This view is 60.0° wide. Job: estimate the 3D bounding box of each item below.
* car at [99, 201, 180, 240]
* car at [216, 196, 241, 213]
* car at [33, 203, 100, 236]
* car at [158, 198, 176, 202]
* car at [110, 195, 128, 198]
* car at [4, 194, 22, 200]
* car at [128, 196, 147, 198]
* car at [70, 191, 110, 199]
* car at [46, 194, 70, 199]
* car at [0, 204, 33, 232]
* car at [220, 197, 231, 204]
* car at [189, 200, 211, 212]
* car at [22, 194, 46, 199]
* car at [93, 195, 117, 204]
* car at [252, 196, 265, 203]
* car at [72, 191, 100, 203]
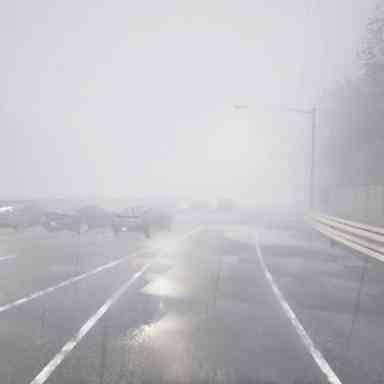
[{"bbox_3d":[-2.335,1.443,16.940,2.128,1.511,4.902,1,0,15],"label":"car"},{"bbox_3d":[4.424,1.589,41.460,2.097,1.767,4.553,1,0,15],"label":"car"},{"bbox_3d":[-5.749,1.343,17.739,1.882,1.535,5.008,1,0,15],"label":"car"},{"bbox_3d":[-2.977,1.544,40.964,1.837,1.490,4.892,1,0,15],"label":"car"},{"bbox_3d":[-12.416,1.368,59.409,1.837,1.490,4.892,2,0,16],"label":"car"},{"bbox_3d":[-23.509,1.001,45.631,2.128,1.511,4.902,1,0,16],"label":"car"},{"bbox_3d":[-9.013,1.478,58.595,1.812,1.442,4.674,1,0,16],"label":"car"},{"bbox_3d":[-13.226,1.128,43.461,2.097,1.767,4.553,1,0,16],"label":"car"},{"bbox_3d":[-16.571,1.181,44.492,2.128,1.511,4.902,1,0,16],"label":"car"},{"bbox_3d":[-9.162,1.341,18.528,1.994,1.385,4.181,1,0,15],"label":"car"},{"bbox_3d":[8.210,1.988,81.431,1.882,1.535,5.008,1,0,15],"label":"car"},{"bbox_3d":[1.037,1.698,42.345,2.033,1.411,5.357,1,0,15],"label":"car"},{"bbox_3d":[-20.042,1.078,45.046,1.882,1.535,5.008,1,0,16],"label":"car"},{"bbox_3d":[-15.716,1.260,60.571,1.882,1.535,5.008,1,0,16],"label":"car"},{"bbox_3d":[18.712,2.365,93.164,1.812,1.442,4.674,1,0,15],"label":"car"},{"bbox_3d":[-19.305,0.909,60.686,2.150,2.045,5.566,2,0,16],"label":"car"}]
